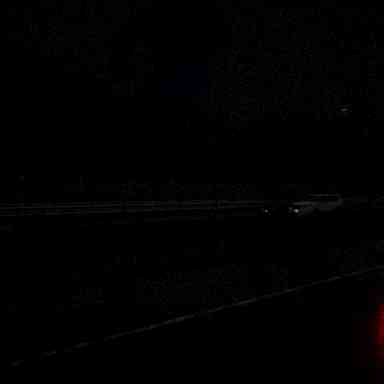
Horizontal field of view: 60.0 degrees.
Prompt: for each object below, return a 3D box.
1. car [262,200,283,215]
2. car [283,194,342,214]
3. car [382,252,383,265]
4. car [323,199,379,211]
[{"bbox_3d":[8.694,1.472,31.321,4.892,1.490,1.837,0,0,-34],"label":"car"},{"bbox_3d":[10.756,1.192,28.497,5.566,2.045,2.150,0,0,-34],"label":"car"},{"bbox_3d":[7.039,1.592,8.687,4.718,1.301,1.895,0,0,-35],"label":"car"},{"bbox_3d":[12.519,1.477,25.458,4.892,1.490,1.837,0,0,-34],"label":"car"}]
